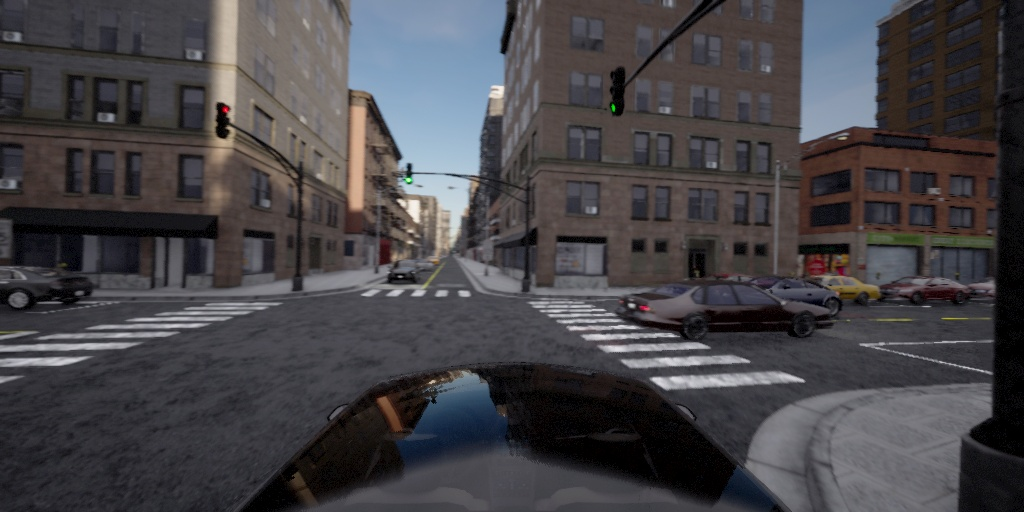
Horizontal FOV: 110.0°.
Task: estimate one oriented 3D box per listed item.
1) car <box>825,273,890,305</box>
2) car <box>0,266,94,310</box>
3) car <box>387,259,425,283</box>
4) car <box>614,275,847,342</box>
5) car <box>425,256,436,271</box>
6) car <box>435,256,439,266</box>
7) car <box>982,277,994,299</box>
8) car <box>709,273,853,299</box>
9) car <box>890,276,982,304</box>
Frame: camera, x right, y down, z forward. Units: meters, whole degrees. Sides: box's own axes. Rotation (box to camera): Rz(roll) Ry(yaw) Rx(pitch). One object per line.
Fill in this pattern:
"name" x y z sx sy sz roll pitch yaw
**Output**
"car" 14.737 1.501 16.975 4.829 1.417 1.751 0 0 -9
"car" -16.946 1.000 11.921 4.403 1.370 2.007 0 0 -9
"car" -7.407 1.027 24.898 1.837 1.490 4.892 2 1 -9
"car" 5.524 1.354 9.571 5.357 1.411 2.033 1 0 -9
"car" -10.060 1.016 40.853 1.895 1.301 4.718 2 0 -9
"car" -12.912 0.762 58.437 1.882 1.535 5.008 2 0 -9
"car" 25.752 1.739 18.733 4.207 1.307 1.802 0 0 -9
"car" 9.814 1.448 13.398 4.181 1.385 1.994 1 0 -9
"car" 20.329 1.648 17.868 4.207 1.307 1.802 0 0 -9
